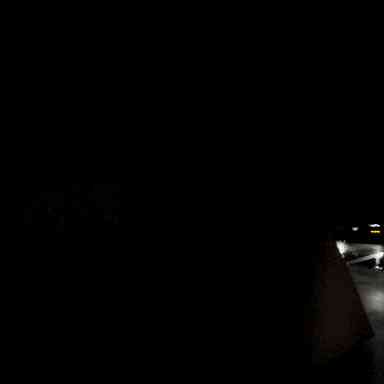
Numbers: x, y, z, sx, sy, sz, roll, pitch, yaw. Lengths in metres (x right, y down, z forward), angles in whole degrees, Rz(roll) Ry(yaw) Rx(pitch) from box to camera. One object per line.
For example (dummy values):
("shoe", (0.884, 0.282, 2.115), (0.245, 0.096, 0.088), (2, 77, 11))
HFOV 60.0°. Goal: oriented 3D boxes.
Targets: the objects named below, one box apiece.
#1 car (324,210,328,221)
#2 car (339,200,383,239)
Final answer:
("car", (4.170, 1.215, 15.570), (5.357, 1.411, 2.033), (-2, 1, -36))
("car", (8.228, 1.105, 14.165), (4.892, 1.490, 1.837), (-2, 1, -36))
